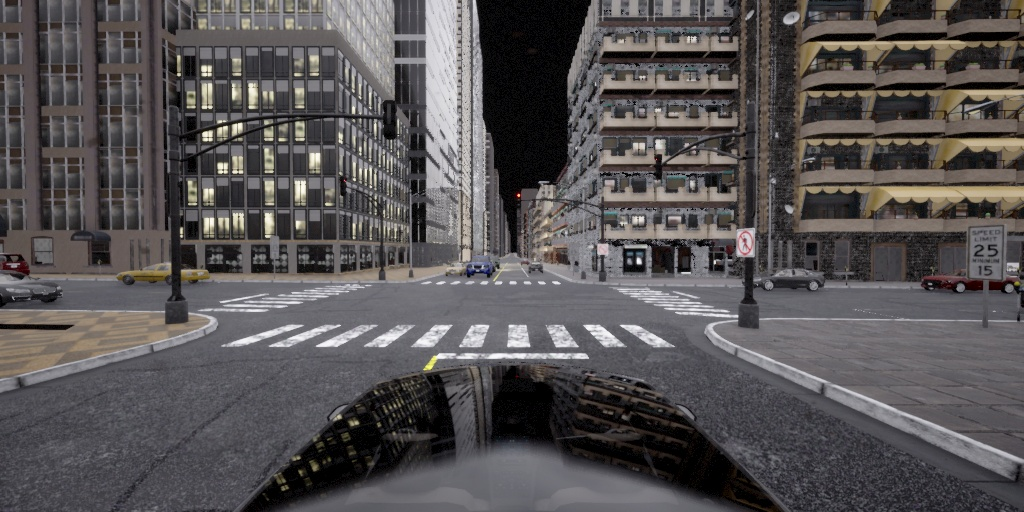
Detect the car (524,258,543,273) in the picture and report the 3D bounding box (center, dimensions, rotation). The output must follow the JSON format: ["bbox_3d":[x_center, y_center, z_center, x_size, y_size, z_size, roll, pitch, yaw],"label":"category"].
[{"bbox_3d":[2.755,1.289,42.207,2.007,1.370,4.403,0,0,0],"label":"car"}]

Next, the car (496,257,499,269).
[{"bbox_3d":[-3.024,1.215,44.829,1.882,1.535,5.008,0,0,0],"label":"car"}]

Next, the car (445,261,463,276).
[{"bbox_3d":[-5.635,1.265,36.396,1.751,1.417,4.829,0,0,0],"label":"car"}]

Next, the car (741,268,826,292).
[{"bbox_3d":[16.340,1.375,21.714,4.403,1.370,2.007,0,0,1],"label":"car"}]

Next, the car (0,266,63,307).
[{"bbox_3d":[-20.267,1.204,13.938,4.403,1.370,2.007,0,0,1],"label":"car"}]

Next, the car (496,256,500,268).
[{"bbox_3d":[-3.004,0.957,55.385,2.150,2.045,5.566,0,0,0],"label":"car"}]

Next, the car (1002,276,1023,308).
[{"bbox_3d":[21.734,1.576,13.249,4.313,1.339,1.948,0,0,1],"label":"car"}]

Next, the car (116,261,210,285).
[{"bbox_3d":[-21.634,1.029,22.274,4.829,1.417,1.751,0,0,1],"label":"car"}]

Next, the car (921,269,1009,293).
[{"bbox_3d":[27.406,1.462,21.540,4.507,1.381,1.888,0,0,1],"label":"car"}]

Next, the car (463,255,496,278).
[{"bbox_3d":[-3.047,0.962,34.698,2.150,2.045,5.566,0,0,0],"label":"car"}]

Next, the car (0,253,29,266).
[{"bbox_3d":[-33.581,0.712,22.498,5.009,1.841,2.192,0,0,1],"label":"car"}]
